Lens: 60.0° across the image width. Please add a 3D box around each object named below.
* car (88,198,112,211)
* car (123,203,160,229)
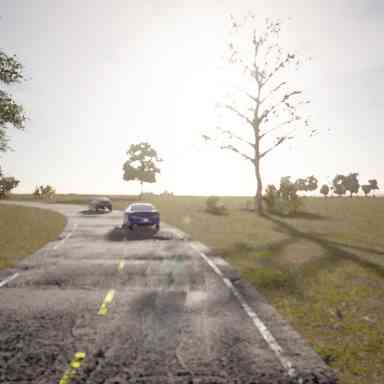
[{"bbox_3d":[-10.686,1.423,38.607,1.837,1.490,4.892,1,0,-30],"label":"car"},{"bbox_3d":[-3.320,1.446,21.393,1.882,1.535,5.008,0,0,-16],"label":"car"}]
